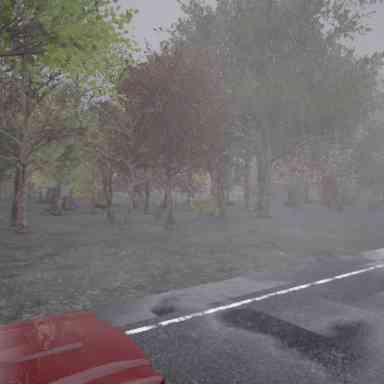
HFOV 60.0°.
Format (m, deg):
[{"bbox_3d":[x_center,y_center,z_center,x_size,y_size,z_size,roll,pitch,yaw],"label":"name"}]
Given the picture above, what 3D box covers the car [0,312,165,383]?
[{"bbox_3d":[-2.459,1.600,1.995,4.718,1.301,1.895,0,0,-35],"label":"car"}]
